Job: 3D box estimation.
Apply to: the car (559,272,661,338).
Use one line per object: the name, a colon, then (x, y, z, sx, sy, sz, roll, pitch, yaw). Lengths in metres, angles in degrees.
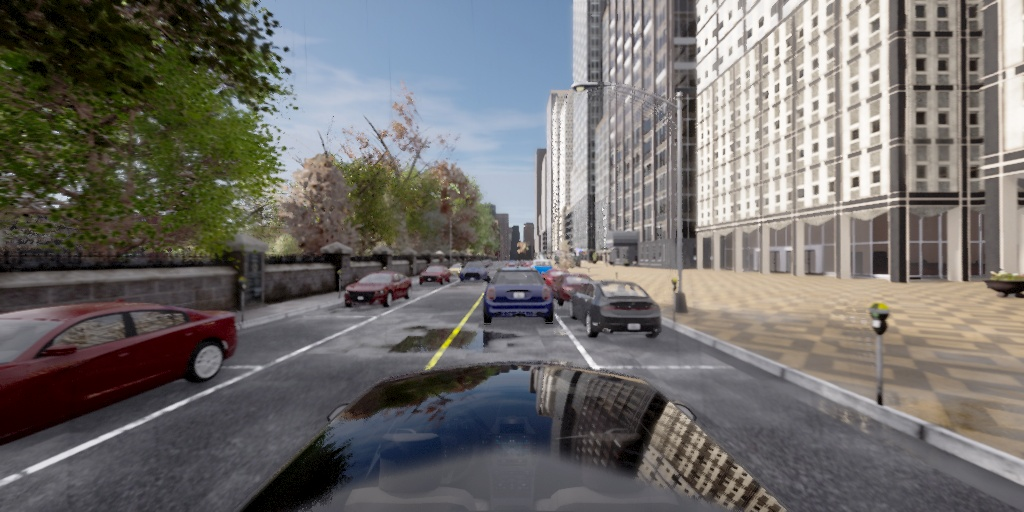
car: (2.689, 1.332, 10.085, 2.007, 1.370, 4.403, 0, 0, 0)

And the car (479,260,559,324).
car: (0.138, 1.142, 12.305, 2.097, 1.767, 4.553, 0, 0, -2)

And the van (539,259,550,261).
van: (2.690, 1.215, 32.615, 1.690, 1.789, 3.998, 0, 0, 0)

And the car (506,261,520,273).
car: (0.103, 1.473, 48.268, 1.812, 1.442, 4.674, 0, 0, 0)

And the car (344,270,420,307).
car: (-5.691, 1.348, 15.718, 1.888, 1.381, 4.507, 0, 0, 0)

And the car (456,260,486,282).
car: (-3.087, 1.215, 30.186, 2.097, 1.767, 4.553, 0, 0, 0)

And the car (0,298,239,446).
car: (-5.692, 1.305, 4.454, 1.888, 1.381, 4.507, 0, 0, 0)

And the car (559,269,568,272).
car: (2.690, 1.385, 15.718, 1.802, 1.307, 4.207, 0, 0, 0)

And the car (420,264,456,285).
car: (-5.690, 1.394, 26.982, 1.888, 1.381, 4.507, 0, 0, 0)
